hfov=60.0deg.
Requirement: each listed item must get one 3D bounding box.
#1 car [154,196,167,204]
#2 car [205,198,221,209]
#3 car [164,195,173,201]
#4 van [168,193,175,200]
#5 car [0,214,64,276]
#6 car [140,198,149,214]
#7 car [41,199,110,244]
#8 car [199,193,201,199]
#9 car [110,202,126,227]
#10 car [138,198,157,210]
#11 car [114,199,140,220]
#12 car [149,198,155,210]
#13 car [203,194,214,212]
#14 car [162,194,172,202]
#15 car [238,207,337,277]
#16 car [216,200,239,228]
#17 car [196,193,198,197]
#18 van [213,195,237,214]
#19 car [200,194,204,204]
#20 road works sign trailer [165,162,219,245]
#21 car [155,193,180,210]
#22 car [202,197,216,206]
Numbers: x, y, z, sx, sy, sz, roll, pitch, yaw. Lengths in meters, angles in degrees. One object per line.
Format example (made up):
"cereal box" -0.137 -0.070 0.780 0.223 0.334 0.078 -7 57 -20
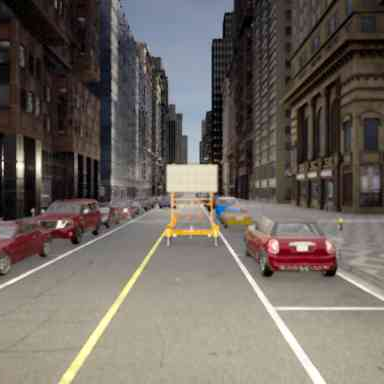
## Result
"car" -5.754 1.491 60.653 1.887 1.381 4.507 0 0 0
"car" 2.769 1.537 43.858 1.802 1.307 4.206 0 0 0
"car" -5.749 1.480 83.061 1.887 1.381 4.507 0 0 0
"van" -5.748 1.272 94.266 1.690 1.788 3.998 0 0 0
"car" -5.762 1.569 10.234 1.802 1.307 4.206 0 0 0
"car" -5.758 1.514 32.643 2.008 1.369 4.403 0 0 0
"car" -5.762 1.296 15.836 2.192 1.841 5.009 0 0 0
"car" 2.771 1.386 60.663 1.967 1.590 4.097 0 0 0
"car" -5.761 1.557 21.439 1.802 1.307 4.206 0 0 0
"car" -5.756 1.521 43.846 1.947 1.339 4.313 0 0 0
"car" -5.760 1.409 27.040 1.967 1.590 4.097 0 0 0
"car" -5.757 1.525 38.245 1.947 1.339 4.313 0 0 0
"car" 2.767 1.274 38.256 2.192 1.841 5.009 0 0 0
"car" -5.751 1.378 77.460 1.967 1.590 4.097 0 0 0
"car" 2.762 1.428 10.247 1.967 1.590 4.097 0 0 0
"car" 2.764 1.500 21.622 1.752 1.417 4.829 0 0 0
"car" 2.778 1.476 94.273 1.887 1.381 4.507 0 0 0
"van" 2.765 1.310 27.053 1.690 1.788 3.998 0 0 0
"car" 2.769 1.267 49.459 2.192 1.841 5.009 0 0 0
"road works sign trailer" 0.003 0.446 15.290 2.380 3.560 2.880 0 0 0
"car" -3.080 1.307 42.667 2.097 1.767 4.553 0 0 0
"car" 2.771 1.515 55.061 1.947 1.339 4.313 0 0 0
